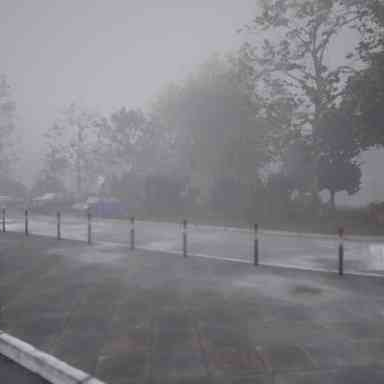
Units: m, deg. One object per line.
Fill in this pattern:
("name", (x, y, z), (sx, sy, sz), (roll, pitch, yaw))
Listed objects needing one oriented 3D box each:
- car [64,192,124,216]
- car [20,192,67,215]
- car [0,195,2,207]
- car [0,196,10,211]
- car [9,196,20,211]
("car", (-8.025, 1.141, 28.373), (2.185, 1.767, 4.553), (1, 1, 34))
("car", (-12.767, 0.992, 31.677), (2.435, 2.045, 5.566), (0, 0, 34))
("car", (-26.595, 1.165, 41.253), (2.163, 1.488, 4.792), (0, 0, 35))
("car", (-19.634, 1.193, 36.425), (2.231, 1.521, 4.892), (0, 0, 34))
("car", (-14.974, 1.229, 33.236), (2.231, 1.521, 4.892), (0, 0, 34))
